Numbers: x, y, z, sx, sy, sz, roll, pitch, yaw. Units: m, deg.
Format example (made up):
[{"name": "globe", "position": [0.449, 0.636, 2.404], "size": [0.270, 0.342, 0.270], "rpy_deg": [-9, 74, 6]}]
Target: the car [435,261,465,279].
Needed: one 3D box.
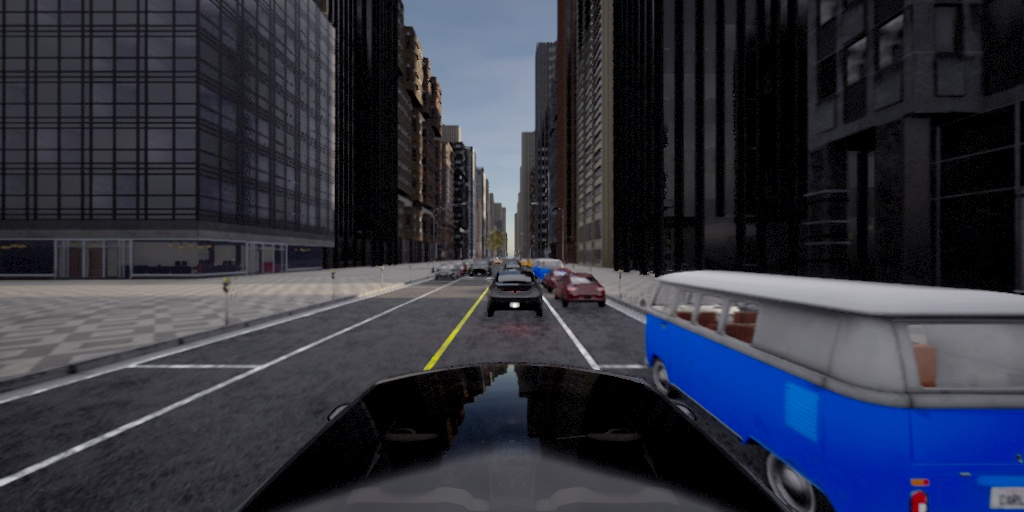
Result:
[{"name": "car", "position": [-5.750, 1.335, 32.208], "size": [2.007, 1.370, 4.403], "rpy_deg": [0, 0, 0]}]

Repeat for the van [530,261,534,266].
[{"name": "van", "position": [2.775, 1.125, 32.208], "size": [1.690, 1.789, 3.998], "rpy_deg": [0, 0, 0]}]

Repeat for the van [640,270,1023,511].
[{"name": "van", "position": [2.763, 1.093, 3.820], "size": [1.690, 1.789, 3.998], "rpy_deg": [0, 0, 0]}]

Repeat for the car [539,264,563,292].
[{"name": "car", "position": [2.770, 1.352, 20.852], "size": [1.802, 1.307, 4.207], "rpy_deg": [0, 0, 0]}]

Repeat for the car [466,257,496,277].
[{"name": "car", "position": [-3.080, 1.141, 36.144], "size": [2.097, 1.767, 4.553], "rpy_deg": [0, 0, 0]}]

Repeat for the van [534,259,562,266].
[{"name": "van", "position": [2.773, 1.118, 26.530], "size": [1.690, 1.789, 3.998], "rpy_deg": [0, 0, 0]}]

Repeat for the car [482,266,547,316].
[{"name": "car", "position": [0.096, 1.266, 13.416], "size": [1.837, 1.490, 4.892], "rpy_deg": [0, 0, 0]}]

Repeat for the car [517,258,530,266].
[{"name": "car", "position": [2.385, 1.300, 63.126], "size": [1.882, 1.535, 5.008], "rpy_deg": [0, 0, 0]}]

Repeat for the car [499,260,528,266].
[{"name": "car", "position": [0.105, 1.286, 29.505], "size": [1.837, 1.490, 4.892], "rpy_deg": [0, 0, 0]}]

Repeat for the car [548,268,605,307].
[{"name": "car", "position": [2.768, 1.346, 15.174], "size": [1.802, 1.307, 4.207], "rpy_deg": [0, 0, 0]}]
